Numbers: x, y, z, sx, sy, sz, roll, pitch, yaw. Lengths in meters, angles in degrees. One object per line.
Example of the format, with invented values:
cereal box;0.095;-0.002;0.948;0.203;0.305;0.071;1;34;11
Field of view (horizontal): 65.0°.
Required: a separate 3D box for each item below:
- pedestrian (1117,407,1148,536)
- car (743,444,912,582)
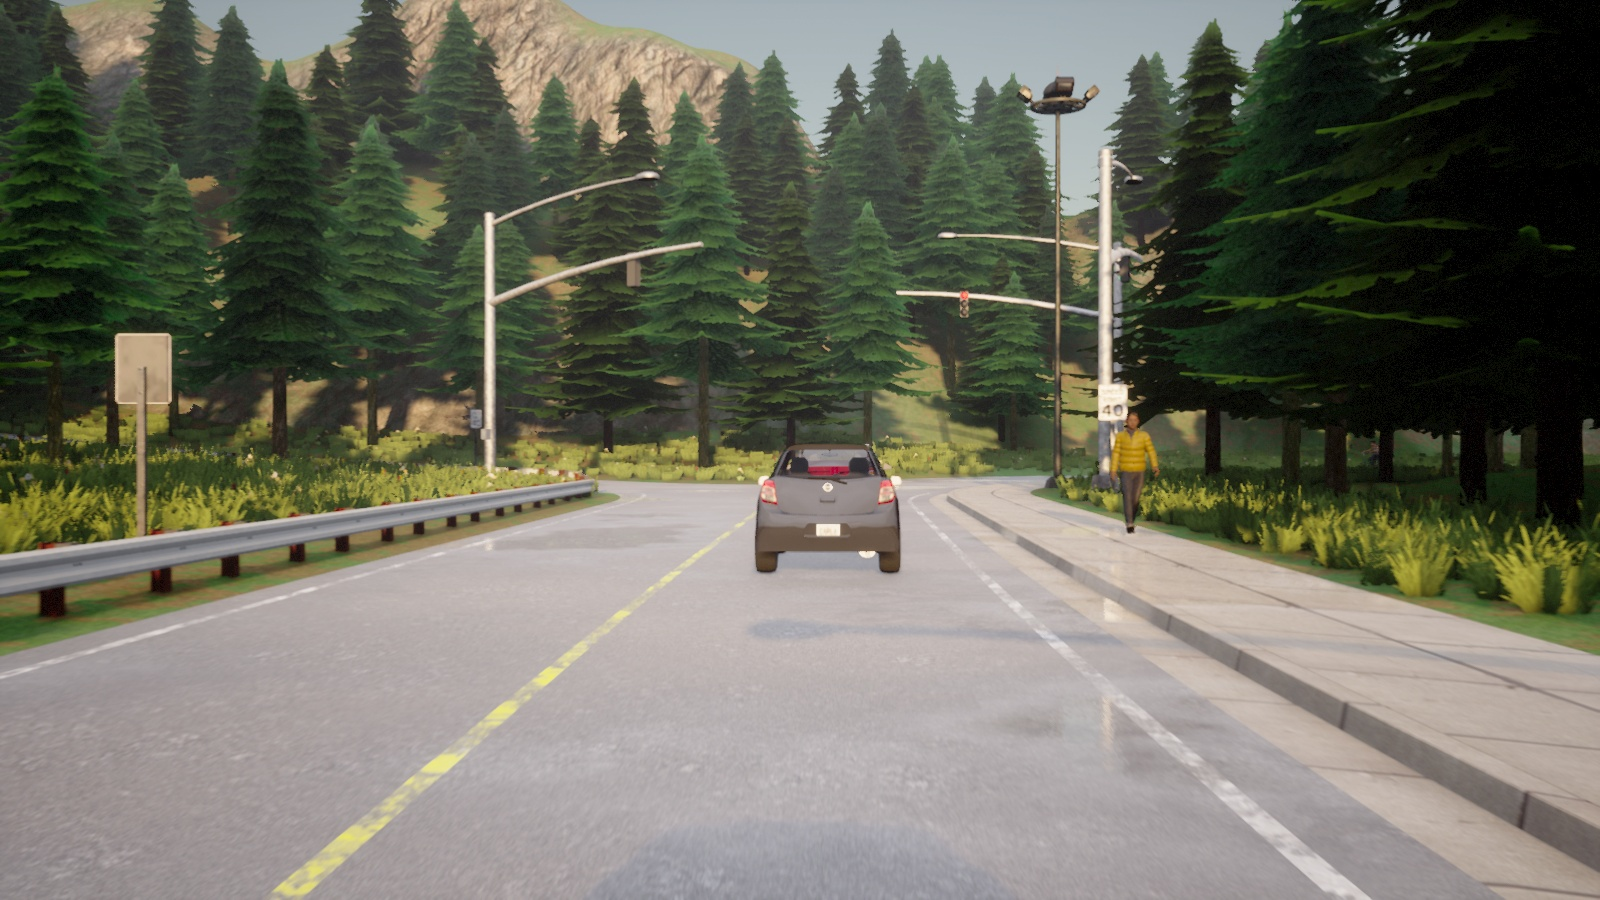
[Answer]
pedestrian;4.848;0.309;18.335;0.431;1.840;0.709;0;0;14
car;0.361;0.673;15.515;1.845;1.501;3.633;0;0;2
